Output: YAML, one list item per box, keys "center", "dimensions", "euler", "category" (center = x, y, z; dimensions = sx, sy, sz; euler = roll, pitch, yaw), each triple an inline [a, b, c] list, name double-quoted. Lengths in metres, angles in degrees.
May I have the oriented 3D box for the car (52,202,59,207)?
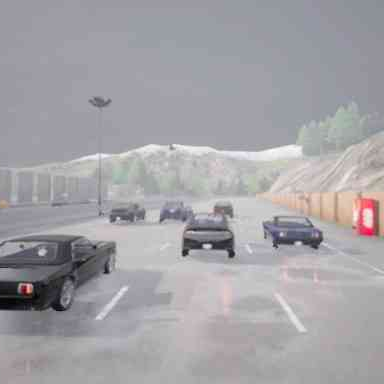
- center: [-19.112, 1.750, 50.277]
  dimensions: [1.895, 1.301, 4.718]
  euler: [0, 0, 10]
  category: "car"

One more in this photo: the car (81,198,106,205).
- center: [-12.852, 1.685, 45.367]
  dimensions: [1.812, 1.442, 4.674]
  euler: [0, 0, 10]
  category: "car"

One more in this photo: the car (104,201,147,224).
- center: [-4.907, 1.611, 25.995]
  dimensions: [1.837, 1.490, 4.892]
  euler: [0, 0, 8]
  category: "car"

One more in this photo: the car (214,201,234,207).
- center: [3.215, 1.666, 33.624]
  dimensions: [1.882, 1.535, 5.008]
  euler: [0, 0, 8]
  category: "car"

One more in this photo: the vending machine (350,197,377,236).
- center: [9.625, 1.343, 18.665]
  dimensions: [1.100, 2.100, 0.880]
  euler: [0, 0, 7]
  category: "vending machine"

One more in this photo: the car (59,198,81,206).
- center: [-16.152, 1.654, 46.817]
  dimensions: [1.837, 1.490, 4.892]
  euler: [0, 0, 10]
  category: "car"

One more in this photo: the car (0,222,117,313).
- center: [-3.194, 1.623, 7.711]
  dimensions: [1.895, 1.301, 4.718]
  euler: [0, 0, 3]
  category: "car"

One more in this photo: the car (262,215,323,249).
- center: [4.327, 1.701, 15.056]
  dimensions: [1.895, 1.301, 4.718]
  euler: [0, 0, 5]
  category: "car"

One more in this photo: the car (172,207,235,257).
- center: [0.694, 1.564, 13.264]
  dimensions: [2.128, 1.511, 4.902]
  euler: [0, 0, 5]
  category: "car"

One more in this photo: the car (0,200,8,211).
- center: [-24.342, 1.545, 39.879]
  dimensions: [1.882, 1.535, 5.008]
  euler: [0, 0, 9]
  category: "car"

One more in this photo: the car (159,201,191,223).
- center: [-1.204, 1.482, 27.186]
  dimensions: [2.097, 1.767, 4.553]
  euler: [0, 0, 7]
  category: "car"
